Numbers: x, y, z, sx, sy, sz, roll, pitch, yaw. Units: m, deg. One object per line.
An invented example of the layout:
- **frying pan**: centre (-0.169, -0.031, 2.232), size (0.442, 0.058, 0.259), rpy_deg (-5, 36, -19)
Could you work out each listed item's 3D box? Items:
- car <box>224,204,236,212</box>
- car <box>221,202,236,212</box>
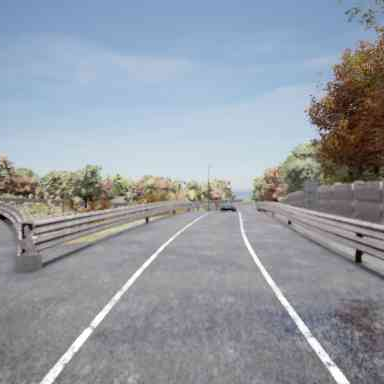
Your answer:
- **car**: centre (6.959, 2.878, 60.520), size (1.994, 1.385, 4.181), rpy_deg (0, -4, 10)
- **car**: centre (5.410, 2.274, 50.610), size (1.994, 1.385, 4.181), rpy_deg (0, -3, 9)
